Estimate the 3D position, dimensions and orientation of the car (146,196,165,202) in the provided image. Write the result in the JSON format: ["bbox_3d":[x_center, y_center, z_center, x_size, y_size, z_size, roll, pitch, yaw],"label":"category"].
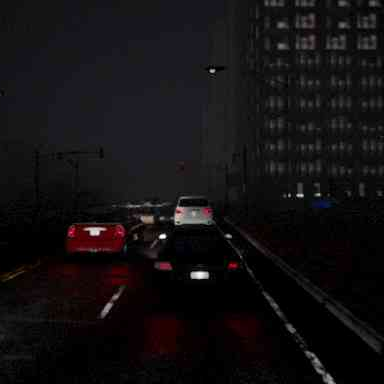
[{"bbox_3d":[-6.581,1.581,60.281,1.837,1.490,4.892,0,0,0],"label":"car"}]

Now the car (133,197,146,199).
[{"bbox_3d":[-9.829,1.675,59.845,1.895,1.301,4.718,0,0,1],"label":"car"}]

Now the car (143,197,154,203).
[{"bbox_3d":[-9.779,1.741,74.910,1.895,1.301,4.718,0,0,0],"label":"car"}]

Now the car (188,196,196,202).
[{"bbox_3d":[-0.032,1.721,81.845,2.033,1.411,5.357,0,0,0],"label":"car"}]

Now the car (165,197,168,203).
[{"bbox_3d":[-6.530,1.743,75.255,1.895,1.301,4.718,0,0,0],"label":"car"}]

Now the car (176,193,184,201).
[{"bbox_3d":[-3.286,1.356,92.298,2.150,2.045,5.566,0,0,0],"label":"car"}]

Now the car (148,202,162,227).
[{"bbox_3d":[-3.164,1.586,21.828,1.895,1.301,4.718,0,0,0],"label":"car"}]

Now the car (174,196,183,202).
[{"bbox_3d":[-3.282,1.659,81.844,1.882,1.535,5.008,0,0,0],"label":"car"}]

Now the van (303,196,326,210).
[{"bbox_3d":[15.921,1.358,41.008,3.998,1.788,1.690,0,-1,-1],"label":"van"}]

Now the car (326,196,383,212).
[{"bbox_3d":[16.306,1.309,32.986,4.829,1.417,1.752,0,-1,-1],"label":"car"}]

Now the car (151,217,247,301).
[{"bbox_3d":[0.108,1.552,8.345,1.994,1.385,4.181,0,0,-1],"label":"car"}]

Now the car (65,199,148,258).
[{"bbox_3d":[-3.155,1.338,12.930,2.097,1.767,4.553,0,0,0],"label":"car"}]

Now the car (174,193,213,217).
[{"bbox_3d":[0.091,1.207,20.131,2.150,2.045,5.566,0,0,0],"label":"car"}]

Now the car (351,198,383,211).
[{"bbox_3d":[21.570,1.460,38.470,5.357,1.411,2.033,0,-2,-1],"label":"car"}]
